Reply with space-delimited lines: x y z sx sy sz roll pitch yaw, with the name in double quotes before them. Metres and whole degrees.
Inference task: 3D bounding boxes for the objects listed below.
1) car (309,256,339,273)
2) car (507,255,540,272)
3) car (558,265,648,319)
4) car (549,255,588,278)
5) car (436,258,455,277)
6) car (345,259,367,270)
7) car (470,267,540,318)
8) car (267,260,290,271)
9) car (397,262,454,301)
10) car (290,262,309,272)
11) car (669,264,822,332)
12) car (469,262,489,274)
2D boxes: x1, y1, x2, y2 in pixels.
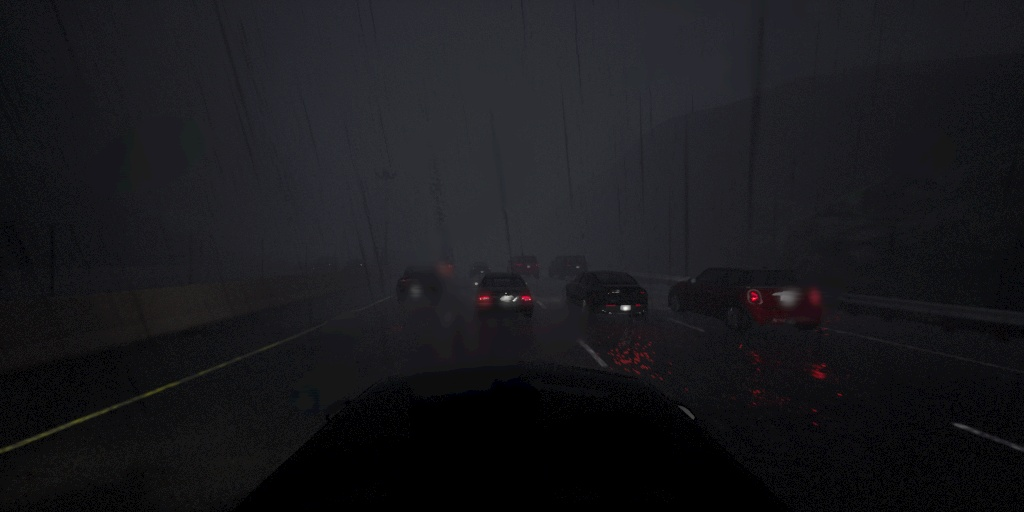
"car" -23.681 1.024 45.901 2.150 2.045 5.566 0 0 -15
"car" 0.944 0.969 32.264 2.150 2.045 5.566 0 0 -9
"car" 3.135 1.248 12.764 1.837 1.490 4.892 0 0 -3
"car" 4.742 0.961 30.641 2.150 2.045 5.566 0 0 -9
"car" -6.760 1.117 35.450 2.097 1.767 4.553 0 0 -10
"car" -20.323 1.147 46.838 2.097 1.767 4.553 0 0 -15
"car" -0.346 1.298 13.012 2.033 1.411 5.357 0 0 -4
"car" -31.954 1.313 49.290 2.128 1.511 4.902 0 0 -17
"car" -4.231 1.251 17.407 2.128 1.511 4.902 0 0 -5
"car" -28.182 1.413 48.966 1.895 1.301 4.718 0 0 -16
"car" 6.731 1.087 11.032 2.097 1.767 4.553 0 0 -3
"car" -3.162 1.283 35.316 1.812 1.442 4.674 0 0 -10
